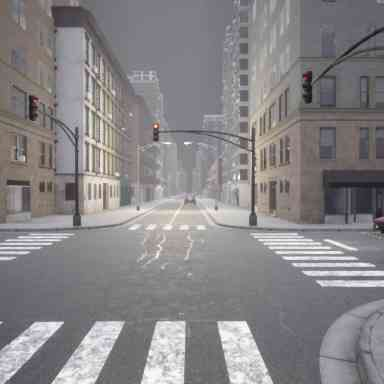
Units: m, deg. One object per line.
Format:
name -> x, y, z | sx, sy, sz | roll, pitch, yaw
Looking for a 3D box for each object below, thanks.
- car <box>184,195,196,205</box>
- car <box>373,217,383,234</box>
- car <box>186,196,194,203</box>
car -> -0.336, 1.364, 60.007 | 2.097, 1.767, 4.553 | 0, 0, -1
car -> 11.653, 1.528, 16.924 | 4.507, 1.381, 1.887 | 0, 0, 0
car -> -0.422, 1.543, 69.699 | 1.812, 1.442, 4.674 | 0, 0, 0
